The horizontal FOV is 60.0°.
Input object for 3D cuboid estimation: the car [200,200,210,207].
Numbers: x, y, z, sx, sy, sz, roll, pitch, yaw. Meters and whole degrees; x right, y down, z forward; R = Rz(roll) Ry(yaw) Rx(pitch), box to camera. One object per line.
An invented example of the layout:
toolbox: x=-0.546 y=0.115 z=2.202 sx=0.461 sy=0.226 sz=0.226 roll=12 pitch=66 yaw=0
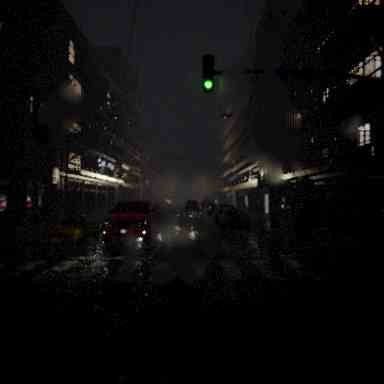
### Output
car: x=2.711 y=2.421 z=71.624 sx=1.947 sy=1.339 sz=4.313 roll=1 pitch=-1 yaw=0

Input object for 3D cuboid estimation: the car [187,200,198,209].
car: x=0.011 y=2.197 z=58.182 sx=1.837 sy=1.490 sz=4.892 roll=0 pitch=-1 yaw=0

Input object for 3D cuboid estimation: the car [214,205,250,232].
car: x=2.702 y=1.805 z=21.917 sx=1.887 sy=1.381 sz=4.507 roll=1 pitch=-1 yaw=0

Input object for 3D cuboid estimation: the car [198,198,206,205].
car: x=2.715 y=2.497 z=88.195 sx=1.967 sy=1.590 sz=4.097 roll=1 pitch=-1 yaw=0

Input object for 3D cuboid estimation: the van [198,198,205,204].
van: x=2.717 y=2.465 z=93.720 sx=1.690 sy=1.788 sz=3.998 roll=1 pitch=-1 yaw=0

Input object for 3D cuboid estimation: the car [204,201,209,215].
car: x=2.705 y=2.039 z=38.486 sx=1.802 sy=1.307 sz=4.206 roll=1 pitch=-1 yaw=0

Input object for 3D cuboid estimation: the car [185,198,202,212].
car: x=0.010 y=1.924 z=48.149 sx=2.097 sy=1.767 sz=4.553 roll=0 pitch=-1 yaw=0

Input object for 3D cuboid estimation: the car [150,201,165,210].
car: x=-5.673 y=2.206 z=55.071 sx=2.008 sy=1.369 sz=4.403 roll=1 pitch=-1 yaw=0

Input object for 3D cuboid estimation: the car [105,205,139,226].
car: x=-5.678 y=1.870 z=27.456 sx=1.887 sy=1.381 sz=4.507 roll=1 pitch=-1 yaw=0

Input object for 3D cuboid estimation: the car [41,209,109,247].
car: x=-5.679 y=1.718 z=16.240 sx=1.752 sy=1.417 sz=4.829 roll=1 pitch=-1 yaw=0

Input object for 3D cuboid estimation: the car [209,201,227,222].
car: x=2.704 y=1.766 z=27.442 sx=1.967 sy=1.590 sz=4.097 roll=1 pitch=-1 yaw=0

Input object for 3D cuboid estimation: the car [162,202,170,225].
car: x=-3.089 y=1.832 z=27.579 sx=1.837 sy=1.490 sz=4.892 roll=0 pitch=-1 yaw=0

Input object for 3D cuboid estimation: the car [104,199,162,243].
car: x=-3.081 y=1.431 z=17.636 sx=2.150 sy=2.045 sz=5.566 roll=0 pitch=-1 yaw=0

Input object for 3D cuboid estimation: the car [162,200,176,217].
car: x=-3.082 y=1.975 z=37.850 sx=1.812 sy=1.442 sz=4.674 roll=0 pitch=-1 yaw=0

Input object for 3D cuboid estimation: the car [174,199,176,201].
car: x=-5.668 y=2.540 z=82.686 sx=2.008 sy=1.369 sz=4.403 roll=1 pitch=-1 yaw=0

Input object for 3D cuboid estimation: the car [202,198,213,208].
car: x=2.711 y=2.037 z=60.582 sx=2.192 sy=1.841 sz=5.009 roll=1 pitch=-1 yaw=0

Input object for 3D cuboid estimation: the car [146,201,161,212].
car: x=-5.674 y=2.112 z=49.379 sx=1.752 sy=1.417 sz=4.829 roll=1 pitch=-1 yaw=0
